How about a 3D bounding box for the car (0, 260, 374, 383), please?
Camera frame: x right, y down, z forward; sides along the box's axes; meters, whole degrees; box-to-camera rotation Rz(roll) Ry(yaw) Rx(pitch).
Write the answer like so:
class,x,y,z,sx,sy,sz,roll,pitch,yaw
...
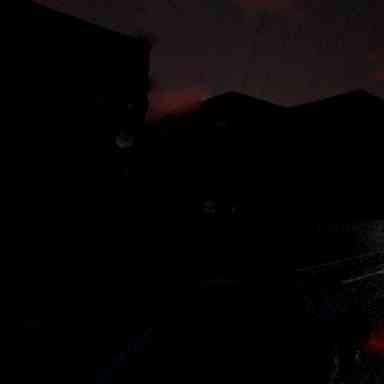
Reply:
class,x,y,z,sx,sy,sz,roll,pitch,yaw
car,-0.127,1.552,3.601,5.357,1.411,2.033,0,0,-36
